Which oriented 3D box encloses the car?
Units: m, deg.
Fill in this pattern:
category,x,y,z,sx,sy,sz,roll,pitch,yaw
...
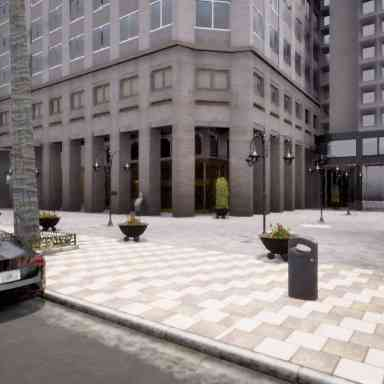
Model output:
category,x,y,z,sx,sy,sz,roll,pitch,yaw
car,-5.085,1.513,7.118,4.786,1.482,2.161,0,0,35
